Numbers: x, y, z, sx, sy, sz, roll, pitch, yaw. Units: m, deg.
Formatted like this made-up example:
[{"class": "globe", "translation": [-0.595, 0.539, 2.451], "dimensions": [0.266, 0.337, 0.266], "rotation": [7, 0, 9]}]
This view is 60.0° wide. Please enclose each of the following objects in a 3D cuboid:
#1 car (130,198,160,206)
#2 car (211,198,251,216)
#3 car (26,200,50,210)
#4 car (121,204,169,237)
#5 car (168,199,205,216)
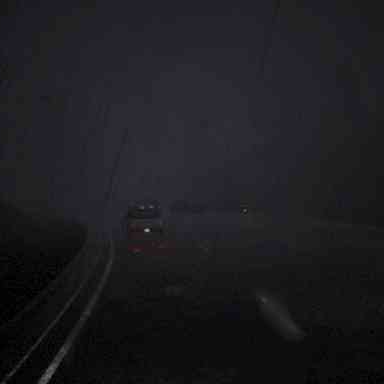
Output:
[{"class": "car", "translation": [-4.480, 1.356, 30.360], "dimensions": [2.097, 1.767, 4.553], "rotation": [-1, 0, -28]}, {"class": "car", "translation": [3.535, 1.366, 31.090], "dimensions": [1.837, 1.490, 4.892], "rotation": [0, -1, -26]}, {"class": "car", "translation": [-21.646, 1.832, 46.754], "dimensions": [1.994, 1.385, 4.181], "rotation": [-1, 0, -45]}, {"class": "car", "translation": [-2.854, 1.606, 18.470], "dimensions": [1.895, 1.301, 4.718], "rotation": [-1, 0, -17]}, {"class": "car", "translation": [-0.602, 1.411, 31.530], "dimensions": [1.882, 1.535, 5.008], "rotation": [0, 0, -27]}]
